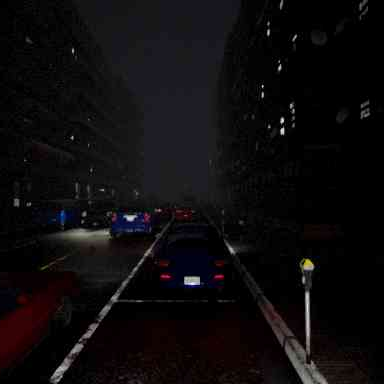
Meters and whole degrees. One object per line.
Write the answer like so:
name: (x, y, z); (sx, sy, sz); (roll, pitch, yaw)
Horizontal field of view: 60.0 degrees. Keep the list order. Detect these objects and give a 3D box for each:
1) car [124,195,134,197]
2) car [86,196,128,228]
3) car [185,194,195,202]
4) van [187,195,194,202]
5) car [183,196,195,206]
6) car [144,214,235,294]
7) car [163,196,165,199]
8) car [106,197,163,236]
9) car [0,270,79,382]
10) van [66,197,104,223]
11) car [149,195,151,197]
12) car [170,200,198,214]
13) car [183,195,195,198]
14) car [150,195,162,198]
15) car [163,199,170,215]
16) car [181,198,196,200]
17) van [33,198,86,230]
car: (-8.313, 1.366, 37.346); (2.192, 1.841, 5.009); (1, 0, 0)
car: (-5.869, 1.372, 22.447); (2.097, 1.767, 4.553); (0, 0, 0)
car: (-0.471, 1.521, 81.536); (2.192, 1.841, 5.009); (1, 0, 0)
van: (-0.472, 1.576, 87.068); (1.690, 1.788, 3.998); (1, 0, 0)
car: (-0.472, 1.553, 59.411); (1.967, 1.590, 4.097); (1, 0, 0)
car: (0.003, 1.531, 8.653); (1.812, 1.442, 4.674); (0, 0, 0)
car: (-8.324, 1.847, 92.652); (1.802, 1.307, 4.206); (1, 0, 0)
car: (-3.023, 1.365, 18.427); (2.097, 1.767, 4.553); (0, 0, 0)
car: (-2.925, 1.603, 3.798); (1.895, 1.301, 4.718); (0, 0, 0)
van: (-8.313, 1.368, 26.285); (1.690, 1.788, 3.998); (1, 0, 0)
car: (-8.320, 1.661, 53.938); (1.947, 1.339, 4.313); (1, 0, 0)
car: (-0.437, 1.572, 26.224); (1.887, 1.381, 4.507); (1, 0, 0)
car: (-0.428, 1.490, 37.286); (1.967, 1.590, 4.097); (1, 0, 0)
car: (-8.316, 1.471, 70.528); (2.192, 1.841, 5.009); (1, 0, 0)
car: (-2.928, 1.601, 31.497); (1.994, 1.385, 4.181); (0, 0, 0)
car: (-0.438, 1.583, 31.754); (1.887, 1.381, 4.507); (1, 0, 0)
van: (-8.312, 1.359, 20.753); (1.690, 1.788, 3.998); (2, 0, 0)
